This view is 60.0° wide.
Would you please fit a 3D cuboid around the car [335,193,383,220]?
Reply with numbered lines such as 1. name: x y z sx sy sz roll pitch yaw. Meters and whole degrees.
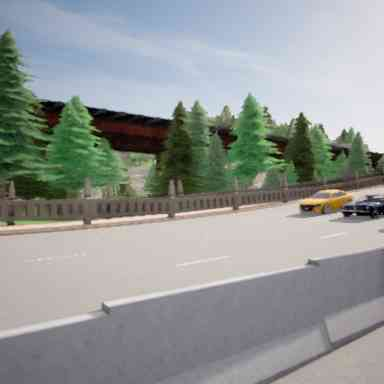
1. car: 11.210 0.813 20.579 4.718 1.301 1.895 -5 3 -35

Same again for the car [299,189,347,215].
1. car: 9.712 0.637 23.808 5.008 1.535 1.882 -6 3 -35
